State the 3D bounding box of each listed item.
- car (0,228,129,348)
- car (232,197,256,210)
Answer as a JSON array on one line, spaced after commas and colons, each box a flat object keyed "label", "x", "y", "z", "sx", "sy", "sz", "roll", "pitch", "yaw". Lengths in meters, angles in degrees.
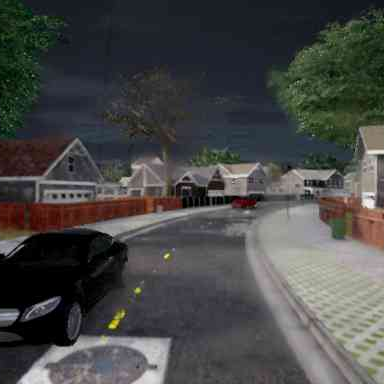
[{"label": "car", "x": -2.517, "y": 1.501, "z": 6.483, "sx": 1.812, "sy": 1.442, "sz": 4.674, "roll": 0, "pitch": 0, "yaw": 4}, {"label": "car", "x": 6.260, "y": 1.314, "z": 39.734, "sx": 1.882, "sy": 1.535, "sz": 5.008, "roll": 0, "pitch": 0, "yaw": 26}]
